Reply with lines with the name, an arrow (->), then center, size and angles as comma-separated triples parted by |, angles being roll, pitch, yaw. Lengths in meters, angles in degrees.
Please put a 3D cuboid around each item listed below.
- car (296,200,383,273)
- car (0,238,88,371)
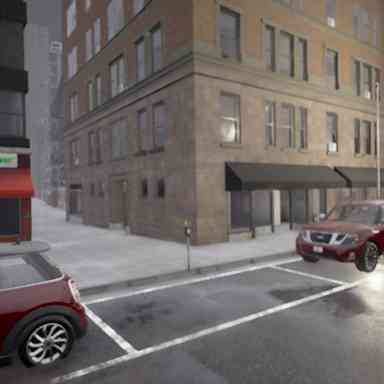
car -> 5.437, 1.197, 10.420 | 5.009, 1.841, 2.192 | -1, 0, -36
car -> -3.527, 1.449, 4.021 | 4.097, 1.590, 1.967 | -1, 0, -36
